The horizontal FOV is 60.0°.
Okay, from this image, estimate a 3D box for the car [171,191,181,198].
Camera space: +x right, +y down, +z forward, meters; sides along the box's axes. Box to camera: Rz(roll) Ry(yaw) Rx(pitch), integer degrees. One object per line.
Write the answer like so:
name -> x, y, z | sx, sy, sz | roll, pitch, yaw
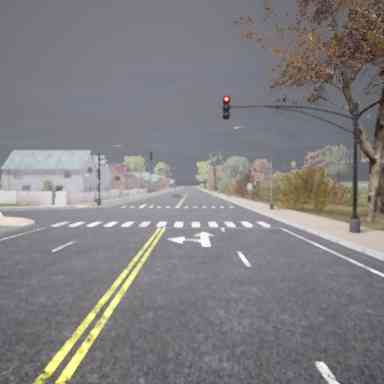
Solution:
car -> -3.266, 0.481, 70.077 | 2.033, 1.411, 5.357 | 0, 1, 0
